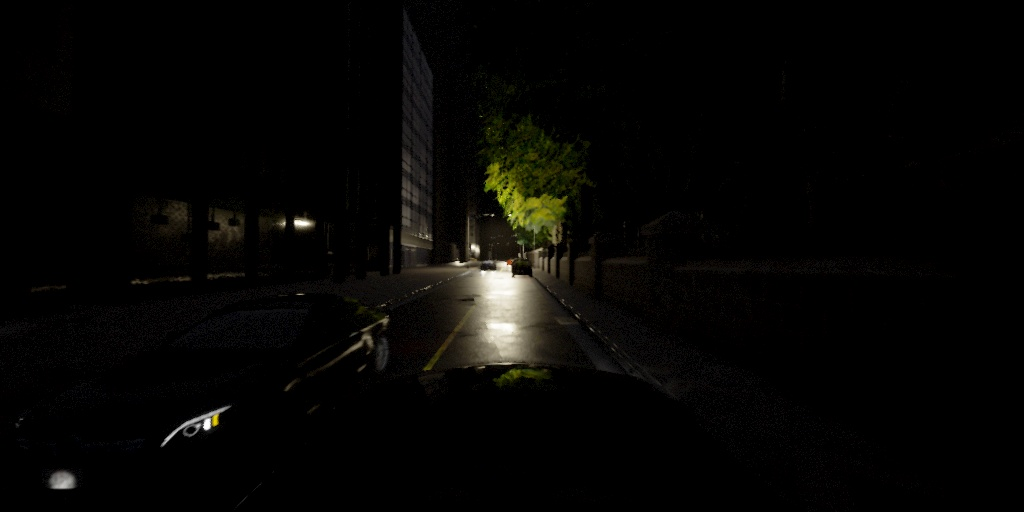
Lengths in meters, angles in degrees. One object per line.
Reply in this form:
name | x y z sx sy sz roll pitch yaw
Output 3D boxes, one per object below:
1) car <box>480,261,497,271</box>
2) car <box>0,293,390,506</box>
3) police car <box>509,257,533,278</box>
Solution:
car | -3.054 1.281 47.087 1.994 1.385 4.181 0 0 0
car | -3.098 1.276 4.801 1.812 1.442 4.674 0 0 0
police car | 0.917 1.157 34.074 1.930 1.638 5.238 0 0 0
